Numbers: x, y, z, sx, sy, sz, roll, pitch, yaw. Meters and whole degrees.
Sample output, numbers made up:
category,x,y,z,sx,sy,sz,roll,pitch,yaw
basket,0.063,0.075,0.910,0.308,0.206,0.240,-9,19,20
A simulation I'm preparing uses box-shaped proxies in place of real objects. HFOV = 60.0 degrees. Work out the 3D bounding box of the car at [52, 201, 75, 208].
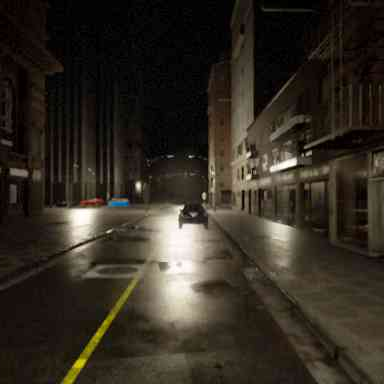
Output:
category,x,y,z,sx,sy,sz,roll,pitch,yaw
car,-26.008,2.502,67.386,4.313,1.339,1.947,0,-1,-1

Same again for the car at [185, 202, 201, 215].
category,x,y,z,sx,sy,sz,roll,pitch,yaw
car,0.099,2.027,42.671,1.882,1.535,5.008,0,-1,0

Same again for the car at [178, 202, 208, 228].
category,x,y,z,sx,sy,sz,roll,pitch,yaw
car,0.100,1.653,24.898,2.097,1.767,4.553,0,-1,0

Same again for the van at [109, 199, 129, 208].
category,x,y,z,sx,sy,sz,roll,pitch,yaw
van,-14.728,2.284,67.561,3.998,1.788,1.690,0,-1,-1

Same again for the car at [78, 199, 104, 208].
category,x,y,z,sx,sy,sz,roll,pitch,yaw
car,-20.368,2.256,67.476,5.009,1.841,2.192,0,-1,-1
